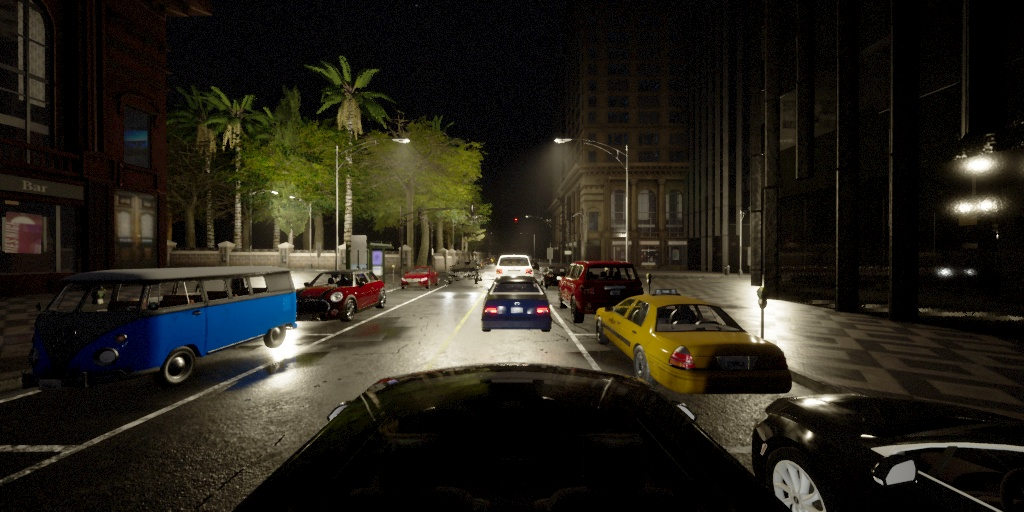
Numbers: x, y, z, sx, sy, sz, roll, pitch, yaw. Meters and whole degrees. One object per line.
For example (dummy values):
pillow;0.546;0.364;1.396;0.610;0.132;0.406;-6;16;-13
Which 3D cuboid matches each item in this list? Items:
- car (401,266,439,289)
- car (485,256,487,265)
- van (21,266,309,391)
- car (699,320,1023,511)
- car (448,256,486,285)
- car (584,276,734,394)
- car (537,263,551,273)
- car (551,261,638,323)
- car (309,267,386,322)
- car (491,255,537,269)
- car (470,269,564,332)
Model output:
car;-5.752;1.327;22.845;1.802;1.307;4.207;0;0;0
car;-5.731;1.160;60.125;1.967;1.591;4.097;0;0;0
van;-5.760;1.090;6.566;1.690;1.789;3.998;0;0;0
car;2.762;1.300;1.122;2.007;1.370;4.403;0;0;0
car;-2.988;0.962;23.606;1.837;1.490;4.892;0;0;0
car;2.765;1.275;6.717;1.751;1.417;4.829;0;0;0
car;2.774;1.311;22.823;1.948;1.339;4.313;0;0;0
car;2.768;1.063;11.972;2.192;1.841;5.009;0;0;0
car;-5.757;1.188;11.993;1.967;1.591;4.097;0;0;0
car;0.111;0.968;21.365;2.150;2.045;5.566;0;0;0
car;0.108;1.296;10.793;2.033;1.411;5.357;0;0;0
